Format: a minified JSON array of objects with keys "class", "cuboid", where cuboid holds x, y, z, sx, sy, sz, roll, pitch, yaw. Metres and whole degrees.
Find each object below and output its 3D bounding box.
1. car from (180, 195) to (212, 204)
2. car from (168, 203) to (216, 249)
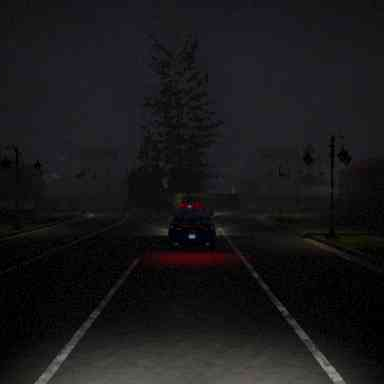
[{"class":"car","cuboid":[0.453,1.255,29.230,2.150,2.045,5.566,0,0,14]},{"class":"car","cuboid":[0.000,1.482,14.650,1.882,1.535,5.008,0,0,0]}]
